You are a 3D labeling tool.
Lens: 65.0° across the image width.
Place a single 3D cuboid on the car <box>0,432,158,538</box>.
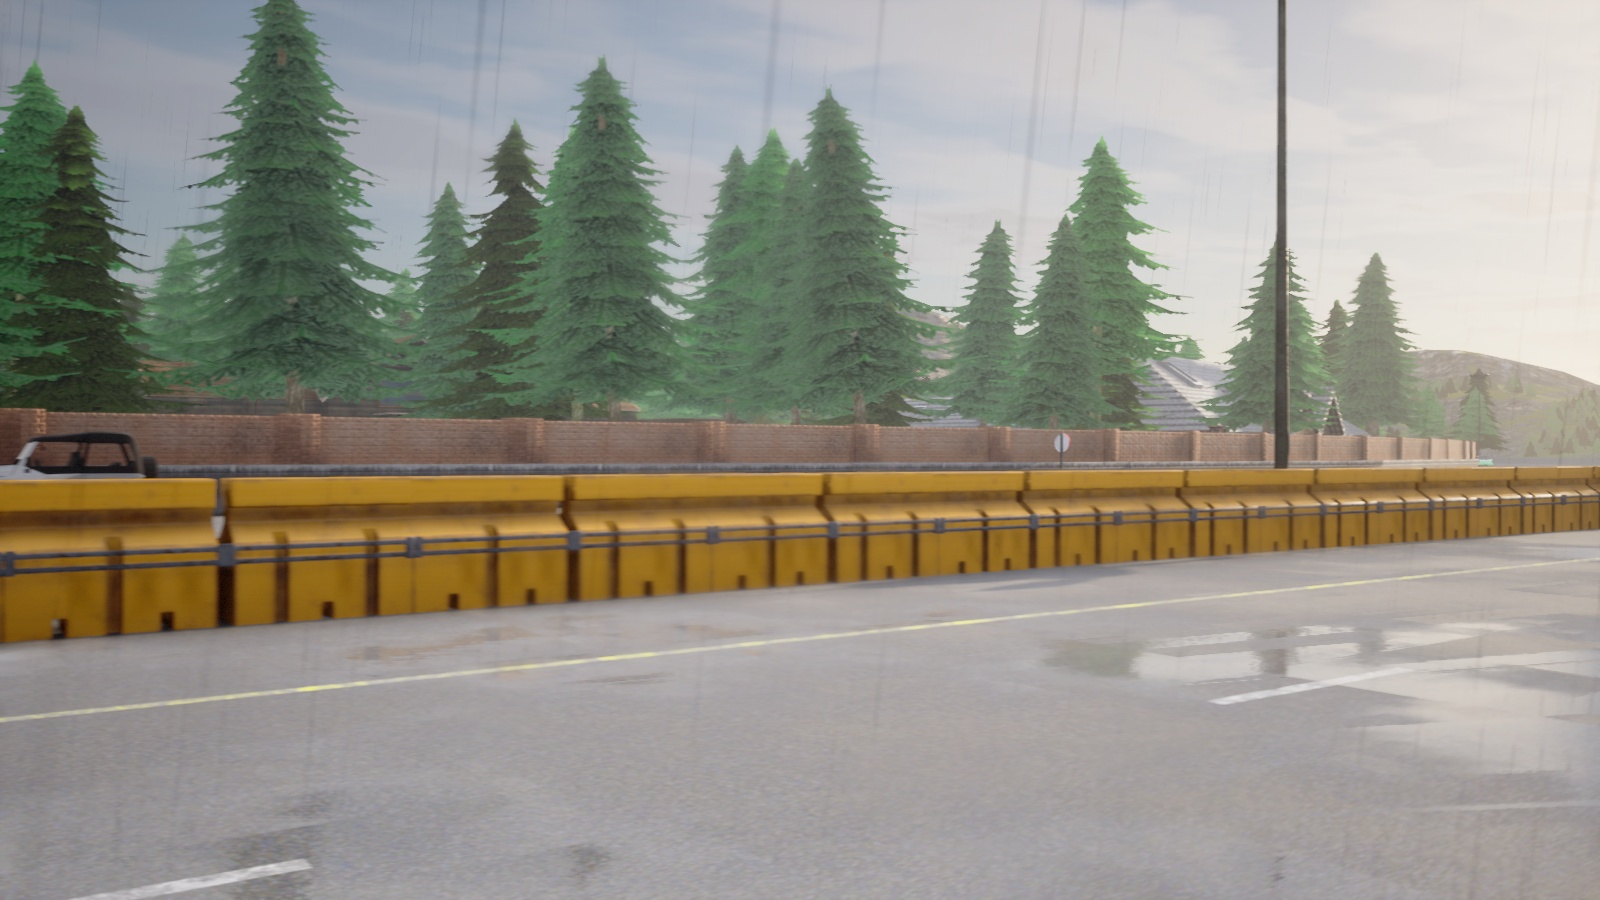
[{"bbox_3d":[-14.334,0.629,23.533,3.866,1.878,1.905,0,0,-35],"label":"car"}]
